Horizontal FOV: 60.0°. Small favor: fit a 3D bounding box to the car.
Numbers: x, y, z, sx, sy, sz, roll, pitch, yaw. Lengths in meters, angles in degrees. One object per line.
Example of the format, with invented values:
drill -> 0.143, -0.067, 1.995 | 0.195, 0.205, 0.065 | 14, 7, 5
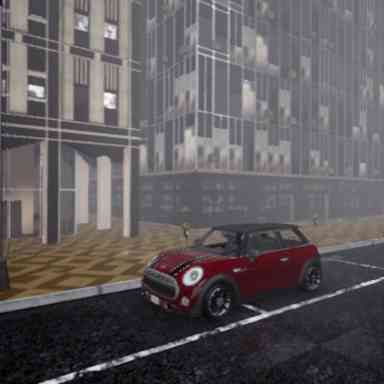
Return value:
car -> 0.956, 1.440, 7.232 | 4.097, 1.590, 1.967 | 0, 0, -35
